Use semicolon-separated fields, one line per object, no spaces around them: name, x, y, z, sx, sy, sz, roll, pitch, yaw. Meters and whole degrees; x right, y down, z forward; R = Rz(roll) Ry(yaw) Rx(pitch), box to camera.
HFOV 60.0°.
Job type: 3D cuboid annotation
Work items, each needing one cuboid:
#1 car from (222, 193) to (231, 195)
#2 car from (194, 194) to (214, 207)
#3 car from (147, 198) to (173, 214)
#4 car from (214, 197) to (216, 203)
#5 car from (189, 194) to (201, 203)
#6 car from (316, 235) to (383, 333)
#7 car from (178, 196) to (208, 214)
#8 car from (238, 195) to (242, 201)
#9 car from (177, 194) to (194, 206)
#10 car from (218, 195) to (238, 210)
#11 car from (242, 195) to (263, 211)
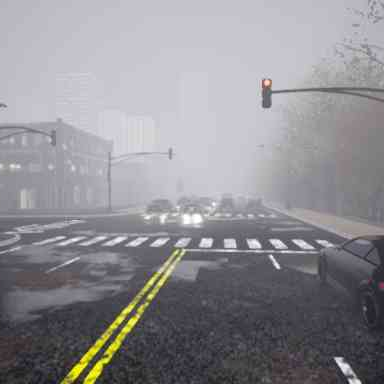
car;7.201;1.122;68.969;2.150;2.045;5.566;0;0;6
car;1.840;1.407;50.143;1.882;1.535;5.008;0;0;6
car;-3.293;1.432;34.973;1.882;1.535;5.008;0;0;10
car;3.860;1.502;68.324;1.895;1.301;4.718;0;0;6
car;0.694;1.252;69.238;2.097;1.767;4.553;0;0;6
car;3.952;1.554;6.692;1.994;1.385;4.181;0;0;6
car;0.199;1.445;34.755;2.128;1.511;4.902;0;0;6
car;11.220;1.440;76.007;1.994;1.385;4.181;0;0;6
car;-1.219;1.434;52.091;1.837;1.490;4.892;0;0;6
car;4.338;1.447;41.059;1.837;1.490;4.892;0;0;6
car;7.539;1.434;40.437;2.128;1.511;4.902;0;0;6
